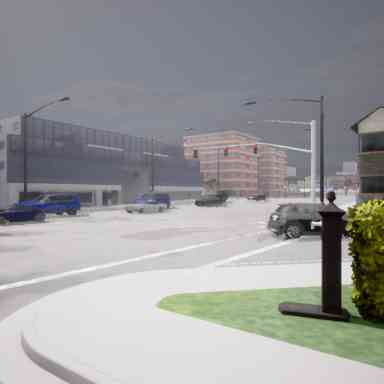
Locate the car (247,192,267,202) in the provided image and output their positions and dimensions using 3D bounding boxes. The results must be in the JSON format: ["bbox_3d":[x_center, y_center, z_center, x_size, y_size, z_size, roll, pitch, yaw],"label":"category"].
[{"bbox_3d":[11.217,0.804,57.393,2.128,1.511,4.902,0,2,35],"label":"car"}]

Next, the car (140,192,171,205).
[{"bbox_3d":[-4.876,1.090,40.551,2.150,2.045,5.566,0,1,35],"label":"car"}]

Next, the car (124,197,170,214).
[{"bbox_3d":[-4.797,1.525,34.564,1.895,1.301,4.718,0,0,35],"label":"car"}]

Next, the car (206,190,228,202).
[{"bbox_3d":[3.622,0.750,52.641,2.150,2.045,5.566,0,3,37],"label":"car"}]

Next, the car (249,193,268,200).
[{"bbox_3d":[13.211,0.791,66.233,1.895,1.301,4.718,0,1,35],"label":"car"}]

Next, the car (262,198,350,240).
[{"bbox_3d":[6.148,1.344,16.604,4.553,1.767,2.097,0,0,-8],"label":"car"}]

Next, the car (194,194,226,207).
[{"bbox_3d":[2.276,1.331,44.658,1.895,1.301,4.718,0,1,35],"label":"car"}]

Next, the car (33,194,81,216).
[{"bbox_3d":[-12.585,1.188,29.556,2.150,2.045,5.566,0,1,35],"label":"car"}]

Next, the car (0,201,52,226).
[{"bbox_3d":[-12.587,1.558,23.443,1.994,1.385,4.181,0,0,35],"label":"car"}]
